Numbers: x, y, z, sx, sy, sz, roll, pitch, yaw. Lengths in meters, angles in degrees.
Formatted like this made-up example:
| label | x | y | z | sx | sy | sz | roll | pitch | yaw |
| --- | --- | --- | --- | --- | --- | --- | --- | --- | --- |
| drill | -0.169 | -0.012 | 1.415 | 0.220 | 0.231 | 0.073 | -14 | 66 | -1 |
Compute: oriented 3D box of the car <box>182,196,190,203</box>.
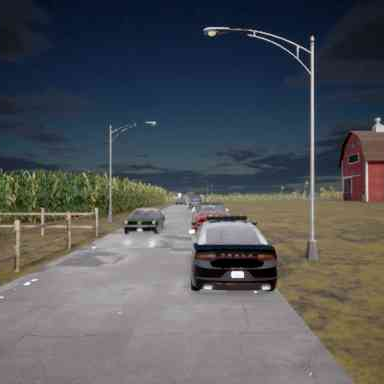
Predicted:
| label | x | y | z | sx | sy | sz | roll | pitch | yaw |
| --- | --- | --- | --- | --- | --- | --- | --- | --- | --- |
| car | -1.620 | 2.134 | 95.579 | 2.097 | 1.767 | 4.553 | 0 | -1 | 1 |

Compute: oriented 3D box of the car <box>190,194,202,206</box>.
| label | x | y | z | sx | sy | sz | roll | pitch | yaw |
| --- | --- | --- | --- | --- | --- | --- | --- | --- | --- |
| car | 0.717 | 1.482 | 60.644 | 2.150 | 2.045 | 5.566 | 0 | -1 | 1 |

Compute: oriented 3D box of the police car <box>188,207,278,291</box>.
| label | x | y | z | sx | sy | sz | roll | pitch | yaw |
| --- | --- | --- | --- | --- | --- | --- | --- | --- | --- |
| police car | 0.931 | 1.430 | 9.153 | 1.930 | 1.638 | 5.238 | 0 | 0 | 1 |

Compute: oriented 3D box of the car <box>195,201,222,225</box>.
| label | x | y | z | sx | sy | sz | roll | pitch | yaw |
| --- | --- | --- | --- | --- | --- | --- | --- | --- | --- |
| car | 1.120 | 1.527 | 25.046 | 1.837 | 1.490 | 4.892 | 0 | 0 | 1 |

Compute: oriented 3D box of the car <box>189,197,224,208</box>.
| label | x | y | z | sx | sy | sz | roll | pitch | yaw |
| --- | --- | --- | --- | --- | --- | --- | --- | --- | --- |
| car | 1.048 | 1.366 | 19.014 | 2.097 | 1.767 | 4.553 | 0 | 0 | 1 |

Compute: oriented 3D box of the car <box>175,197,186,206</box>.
| label | x | y | z | sx | sy | sz | roll | pitch | yaw |
| --- | --- | --- | --- | --- | --- | --- | --- | --- | --- |
| car | -2.085 | 1.836 | 61.617 | 1.994 | 1.385 | 4.181 | 0 | -1 | 1 |

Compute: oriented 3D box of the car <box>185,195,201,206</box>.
| label | x | y | z | sx | sy | sz | roll | pitch | yaw |
| --- | --- | --- | --- | --- | --- | --- | --- | --- | --- |
| car | 0.560 | 1.598 | 46.486 | 2.128 | 1.511 | 4.902 | 0 | 0 | 1 |

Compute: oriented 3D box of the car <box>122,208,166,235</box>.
| label | x | y | z | sx | sy | sz | roll | pitch | yaw |
| --- | --- | --- | --- | --- | --- | --- | --- | --- | --- |
| car | -2.625 | 1.616 | 19.042 | 1.895 | 1.301 | 4.718 | 0 | 0 | 1 |
